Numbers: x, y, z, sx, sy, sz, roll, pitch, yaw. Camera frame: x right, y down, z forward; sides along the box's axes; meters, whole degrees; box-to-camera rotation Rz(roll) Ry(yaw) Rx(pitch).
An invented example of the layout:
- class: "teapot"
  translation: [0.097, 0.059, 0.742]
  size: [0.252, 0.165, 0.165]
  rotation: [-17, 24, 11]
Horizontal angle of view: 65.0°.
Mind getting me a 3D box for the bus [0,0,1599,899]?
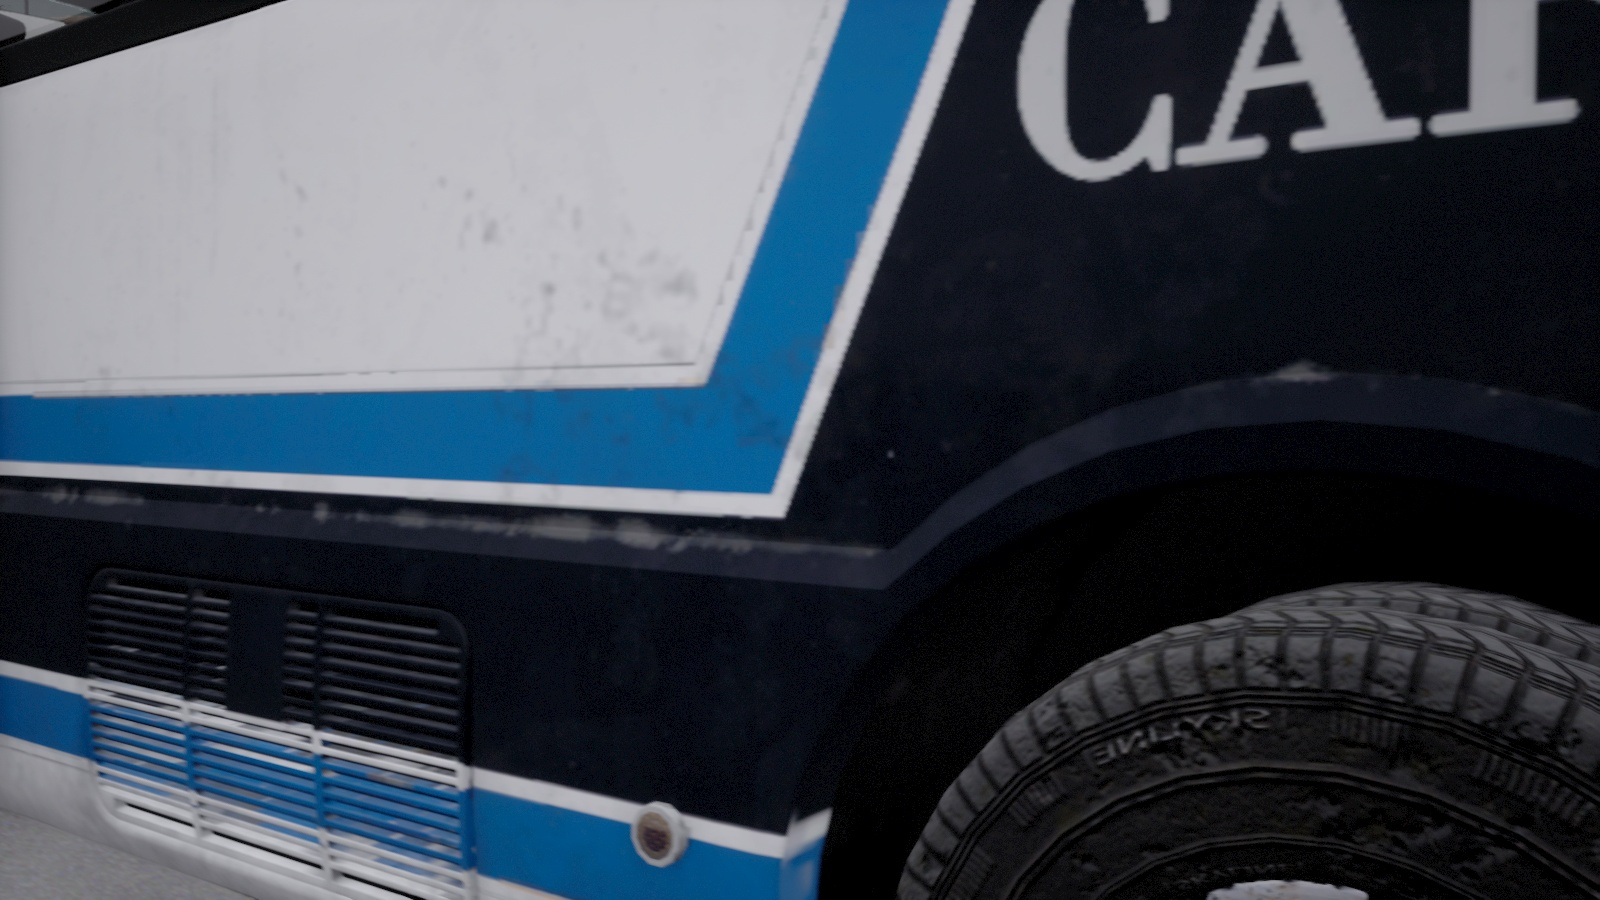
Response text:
- class: "bus"
  translation: [-0.776, -0.695, 4.112]
  size: [10.273, 4.253, 3.944]
  rotation: [0, 1, 34]
